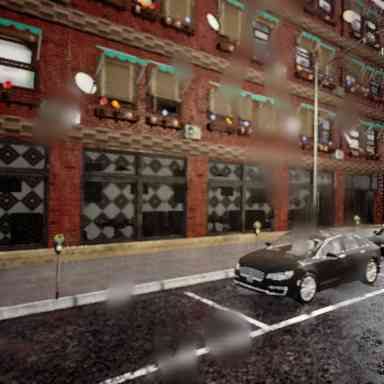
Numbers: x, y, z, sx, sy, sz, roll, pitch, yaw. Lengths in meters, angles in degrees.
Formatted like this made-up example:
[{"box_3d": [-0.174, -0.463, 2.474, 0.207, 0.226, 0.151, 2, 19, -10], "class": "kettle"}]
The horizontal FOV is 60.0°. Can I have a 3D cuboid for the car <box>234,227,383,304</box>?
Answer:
[{"box_3d": [2.996, 1.617, 8.218, 4.403, 1.369, 2.008, 1, 0, -35], "class": "car"}]
